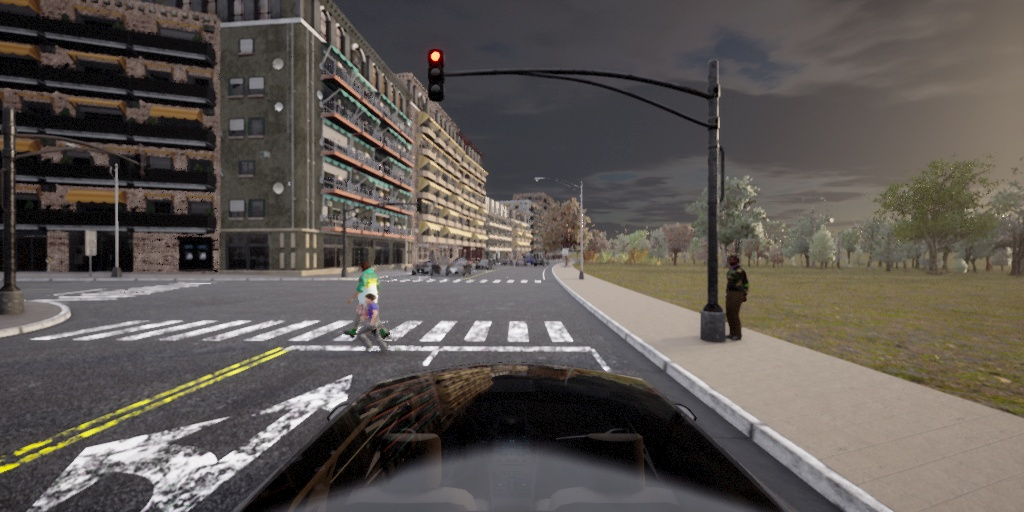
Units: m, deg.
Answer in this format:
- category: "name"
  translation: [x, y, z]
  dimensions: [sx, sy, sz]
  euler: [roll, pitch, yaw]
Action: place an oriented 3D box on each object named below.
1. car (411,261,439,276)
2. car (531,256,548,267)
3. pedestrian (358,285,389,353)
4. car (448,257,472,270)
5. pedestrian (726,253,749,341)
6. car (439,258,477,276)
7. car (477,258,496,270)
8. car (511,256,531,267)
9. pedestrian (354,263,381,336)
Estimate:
- category: "car"
  translation: [-8.362, 1.219, 35.391]
  dimensions: [1.994, 1.385, 4.181]
  euler: [0, 0, 5]
- category: "car"
  translation: [5.018, 1.155, 64.960]
  dimensions: [1.837, 1.490, 4.892]
  euler: [0, 0, 9]
- category: "pedestrian"
  translation: [-2.786, 1.300, 7.248]
  dimensions: [0.375, 1.300, 0.375]
  euler: [0, 0, 1]
- category: "car"
  translation: [-7.035, 0.998, 48.868]
  dimensions: [2.097, 1.767, 4.553]
  euler: [0, 0, 7]
- category: "pedestrian"
  translation: [4.776, 0.865, 7.722]
  dimensions: [0.375, 1.860, 0.375]
  euler: [0, 0, 1]
- category: "car"
  translation: [-5.132, 1.147, 35.020]
  dimensions: [2.128, 1.511, 4.902]
  euler: [0, 0, 5]
- category: "car"
  translation: [-3.779, 1.148, 48.827]
  dimensions: [1.837, 1.490, 4.892]
  euler: [0, 1, 7]
- category: "car"
  translation: [1.737, 1.140, 65.013]
  dimensions: [2.128, 1.511, 4.902]
  euler: [0, 0, 9]
- category: "pedestrian"
  translation: [-3.396, 1.015, 8.460]
  dimensions: [0.375, 1.860, 0.375]
  euler: [0, 0, 1]
